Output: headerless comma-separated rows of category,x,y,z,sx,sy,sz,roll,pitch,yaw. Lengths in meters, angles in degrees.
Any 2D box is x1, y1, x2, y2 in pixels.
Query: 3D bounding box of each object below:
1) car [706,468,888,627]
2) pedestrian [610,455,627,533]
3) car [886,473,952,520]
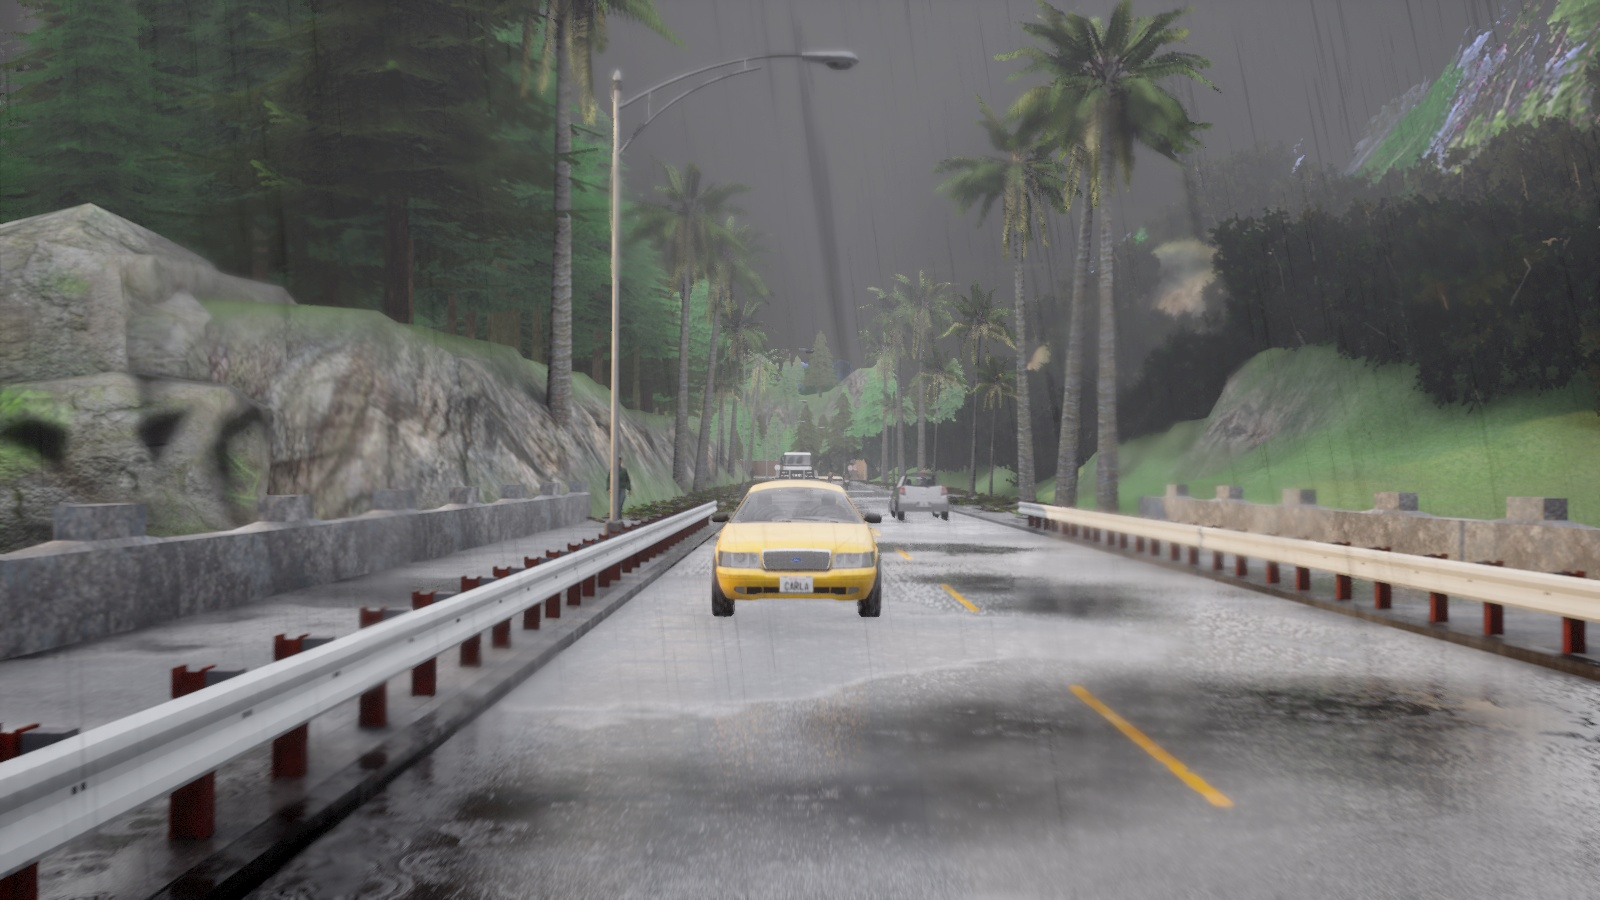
car,-0.032,1.006,15.149,1.801,1.575,5.366,0,-1,0
pedestrian,-4.341,1.045,30.034,0.353,1.847,0.614,0,-1,-2
car,3.910,1.511,41.708,1.845,1.501,3.633,0,-1,0
